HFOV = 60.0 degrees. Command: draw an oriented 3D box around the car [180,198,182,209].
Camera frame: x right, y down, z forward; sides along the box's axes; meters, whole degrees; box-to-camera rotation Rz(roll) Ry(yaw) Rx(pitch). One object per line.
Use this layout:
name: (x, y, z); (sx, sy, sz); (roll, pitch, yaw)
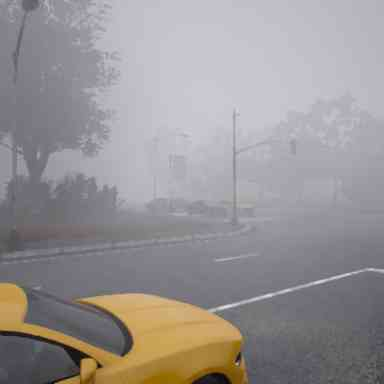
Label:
car: (-1.038, 1.468, 40.768); (2.128, 1.511, 4.902); (0, 0, -33)

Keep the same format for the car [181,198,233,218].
car: (1.326, 1.467, 30.519); (1.882, 1.535, 5.008); (0, 0, -32)

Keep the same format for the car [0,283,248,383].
car: (-1.761, 1.477, 2.489); (5.008, 1.535, 1.882); (0, 0, -35)

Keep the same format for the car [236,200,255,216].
car: (4.056, 1.465, 32.749); (1.882, 1.535, 5.008); (0, 0, -32)

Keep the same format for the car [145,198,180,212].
car: (-3.677, 1.581, 38.411); (1.895, 1.301, 4.718); (0, 0, -33)
